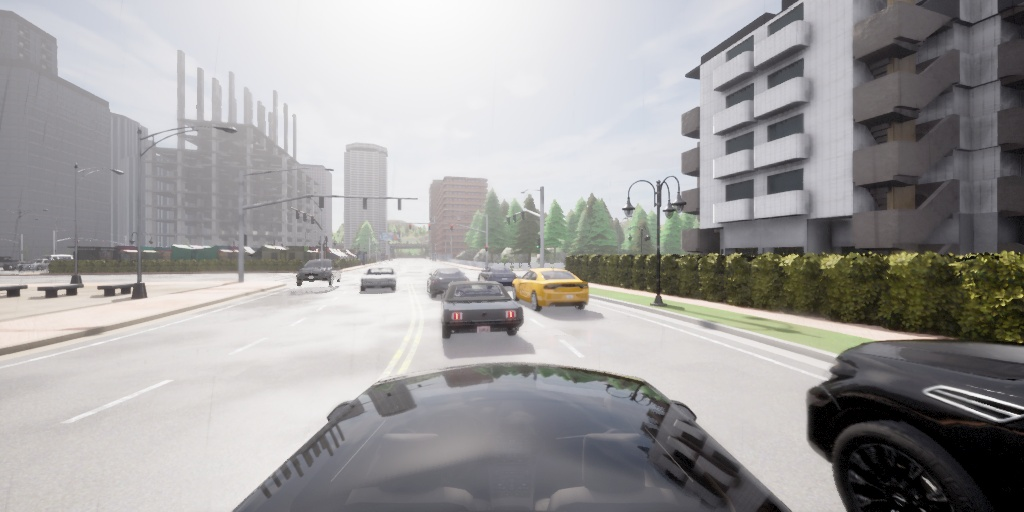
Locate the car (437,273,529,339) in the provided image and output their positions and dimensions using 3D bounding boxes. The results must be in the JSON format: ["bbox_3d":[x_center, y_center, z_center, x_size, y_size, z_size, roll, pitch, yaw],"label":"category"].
[{"bbox_3d":[-1.080,1.351,10.175,1.895,1.301,4.718,0,0,-12],"label":"car"}]

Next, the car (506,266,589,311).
[{"bbox_3d":[1.368,1.228,14.533,1.882,1.535,5.008,0,0,-14],"label":"car"}]

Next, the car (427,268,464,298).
[{"bbox_3d":[-3.327,1.314,18.642,1.994,1.385,4.181,0,0,-16],"label":"car"}]

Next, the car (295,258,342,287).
[{"bbox_3d":[-11.649,0.904,21.842,1.837,1.490,4.892,0,0,-17],"label":"car"}]

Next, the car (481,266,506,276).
[{"bbox_3d":[-0.956,1.314,22.975,1.994,1.385,4.181,0,0,-15],"label":"car"}]

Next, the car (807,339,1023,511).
[{"bbox_3d":[3.477,0.972,0.521,2.150,2.045,5.566,0,0,0],"label":"car"}]

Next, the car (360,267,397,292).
[{"bbox_3d":[-7.863,1.351,21.399,1.895,1.301,4.718,0,0,-17],"label":"car"}]
